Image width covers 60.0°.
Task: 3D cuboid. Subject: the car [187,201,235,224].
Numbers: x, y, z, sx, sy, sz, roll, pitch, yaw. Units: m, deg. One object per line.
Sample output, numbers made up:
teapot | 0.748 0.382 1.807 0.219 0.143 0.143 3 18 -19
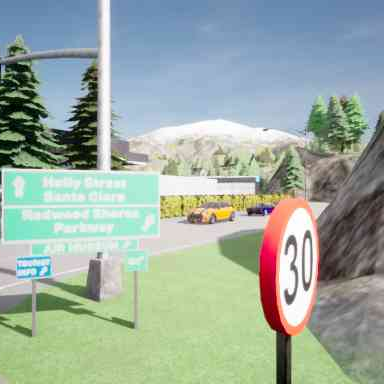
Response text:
car | 1.584 1.544 26.704 2.097 1.767 4.553 0 0 36

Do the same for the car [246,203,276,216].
car | 7.486 1.792 34.833 1.895 1.301 4.718 0 0 36

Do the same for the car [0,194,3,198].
car | -38.661 1.489 69.944 4.514 1.523 2.007 0 0 35

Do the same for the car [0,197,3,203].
car | -12.400 1.505 26.036 1.905 1.878 3.866 0 0 35
